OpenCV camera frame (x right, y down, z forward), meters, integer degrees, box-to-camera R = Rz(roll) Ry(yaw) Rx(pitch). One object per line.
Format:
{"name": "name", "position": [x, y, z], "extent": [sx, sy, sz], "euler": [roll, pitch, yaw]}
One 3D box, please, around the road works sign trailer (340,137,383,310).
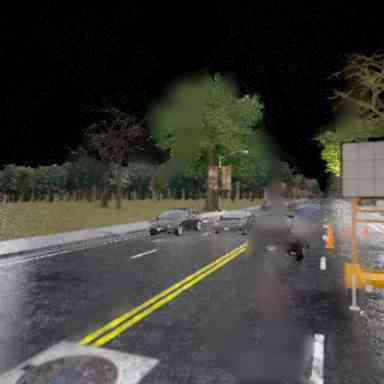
{"name": "road works sign trailer", "position": [4.659, 0.543, 7.516], "extent": [2.380, 3.560, 2.880], "euler": [0, -1, 22]}

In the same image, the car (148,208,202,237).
{"name": "car", "position": [-0.891, 1.757, 20.055], "extent": [1.837, 1.490, 4.892], "euler": [0, 0, 22]}

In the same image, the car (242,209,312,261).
{"name": "car", "position": [3.563, 1.657, 13.192], "extent": [1.837, 1.490, 4.892], "euler": [0, -1, 22]}

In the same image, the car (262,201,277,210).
{"name": "car", "position": [12.185, 2.140, 52.403], "extent": [1.882, 1.535, 5.008], "euler": [-1, -1, 22]}

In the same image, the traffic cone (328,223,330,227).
{"name": "traffic cone", "position": [7.502, 2.160, 18.213], "extent": [0.340, 0.580, 0.340], "euler": [0, -1, 22]}

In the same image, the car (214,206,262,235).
{"name": "car", "position": [2.775, 1.774, 20.452], "extent": [1.812, 1.442, 4.674], "euler": [0, -1, 22]}

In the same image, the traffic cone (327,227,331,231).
{"name": "traffic cone", "position": [6.753, 2.138, 16.359], "extent": [0.340, 0.580, 0.340], "euler": [0, -1, 22]}

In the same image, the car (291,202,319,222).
{"name": "car", "position": [10.387, 1.831, 30.087], "extent": [1.882, 1.535, 5.008], "euler": [0, -1, 22]}

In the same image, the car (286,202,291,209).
{"name": "car", "position": [16.513, 2.281, 54.403], "extent": [1.895, 1.301, 4.718], "euler": [0, -1, 22]}

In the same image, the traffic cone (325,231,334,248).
{"name": "traffic cone", "position": [6.004, 2.116, 14.504], "extent": [0.340, 0.580, 0.340], "euler": [0, -1, 22]}
